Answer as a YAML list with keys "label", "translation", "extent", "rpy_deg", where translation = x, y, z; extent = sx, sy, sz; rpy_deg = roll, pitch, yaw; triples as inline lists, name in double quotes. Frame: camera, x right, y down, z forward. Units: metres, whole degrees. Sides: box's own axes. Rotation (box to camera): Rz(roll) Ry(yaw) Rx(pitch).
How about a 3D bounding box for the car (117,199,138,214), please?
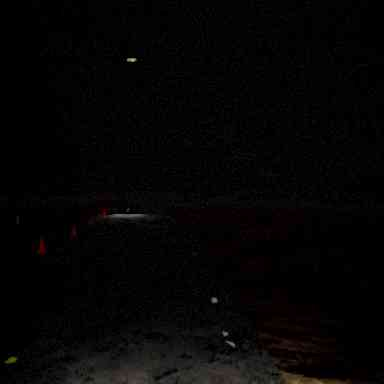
- label: "car"
  translation: [-6.945, 1.576, 36.024]
  extent: [1.837, 1.490, 4.892]
  rpy_deg: [0, 0, -11]

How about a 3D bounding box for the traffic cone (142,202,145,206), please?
- label: "traffic cone"
  translation: [-9.145, 2.265, 62.859]
  extent: [0.340, 0.580, 0.340]
  rpy_deg: [0, -1, 15]

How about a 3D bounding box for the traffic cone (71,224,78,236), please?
- label: "traffic cone"
  translation: [-6.160, 1.991, 17.397]
  extent: [0.340, 0.580, 0.340]
  rpy_deg: [0, 0, -7]

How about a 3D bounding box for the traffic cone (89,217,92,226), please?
- label: "traffic cone"
  translation: [-6.800, 1.999, 22.282]
  extent: [0.340, 0.580, 0.340]
  rpy_deg: [0, 0, -8]

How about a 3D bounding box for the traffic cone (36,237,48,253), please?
- label: "traffic cone"
  translation: [-5.655, 1.983, 12.497]
  extent: [0.340, 0.580, 0.340]
  rpy_deg: [0, 0, -5]

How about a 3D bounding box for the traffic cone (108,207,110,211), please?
- label: "traffic cone"
  translation: [-9.518, 2.039, 36.805]
  extent: [0.340, 0.580, 0.340]
  rpy_deg: [0, 0, -13]

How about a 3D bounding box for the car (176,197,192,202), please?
- label: "car"
  translation: [-1.786, 1.859, 76.641]
  extent: [1.882, 1.535, 5.008]
  rpy_deg: [0, -1, 32]

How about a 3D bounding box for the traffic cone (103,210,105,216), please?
- label: "traffic cone"
  translation: [-8.480, 2.019, 31.989]
  extent: [0.340, 0.580, 0.340]
  rpy_deg: [0, 0, -11]

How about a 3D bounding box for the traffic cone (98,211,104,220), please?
- label: "traffic cone"
  translation: [-7.574, 2.007, 27.147]
  extent: [0.340, 0.580, 0.340]
  rpy_deg: [0, 0, -10]
